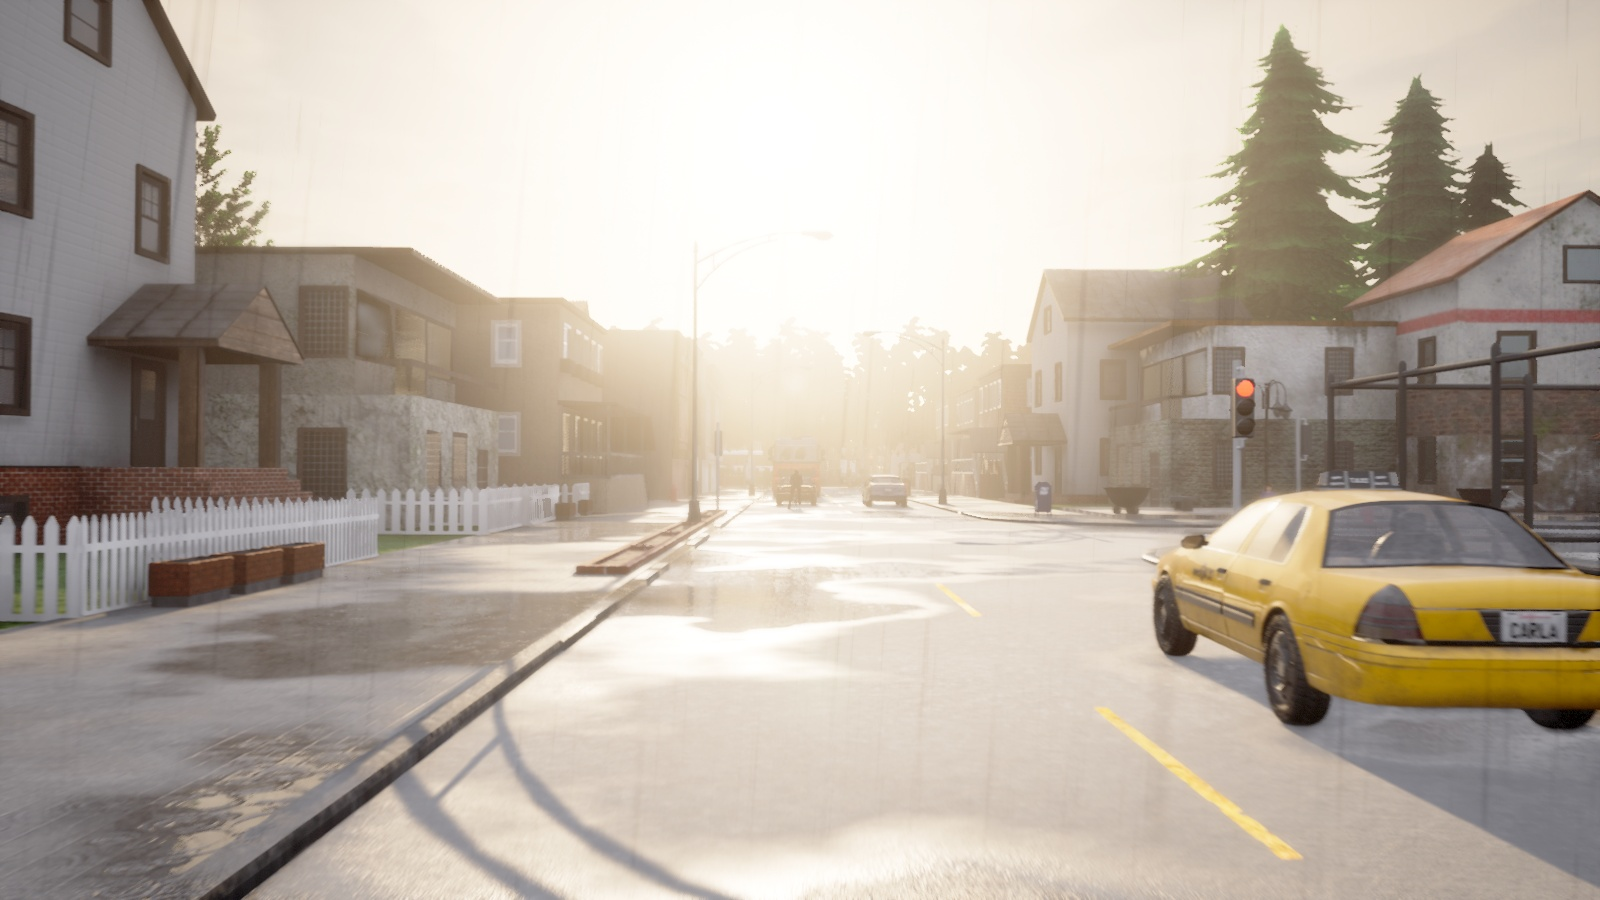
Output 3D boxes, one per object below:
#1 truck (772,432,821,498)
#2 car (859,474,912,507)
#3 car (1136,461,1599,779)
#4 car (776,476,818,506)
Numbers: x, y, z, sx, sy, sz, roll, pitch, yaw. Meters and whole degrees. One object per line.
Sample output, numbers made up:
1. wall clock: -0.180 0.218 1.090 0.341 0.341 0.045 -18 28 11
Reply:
1. truck: -0.203 0.954 77.872 2.891 3.827 8.468 0 -1 0
2. car: 3.854 1.806 57.294 2.033 1.411 5.357 0 -1 0
3. car: 3.912 0.887 8.929 1.801 1.575 5.366 0 -1 2
4. car: -0.150 1.902 58.908 1.895 1.301 4.718 0 -1 0
